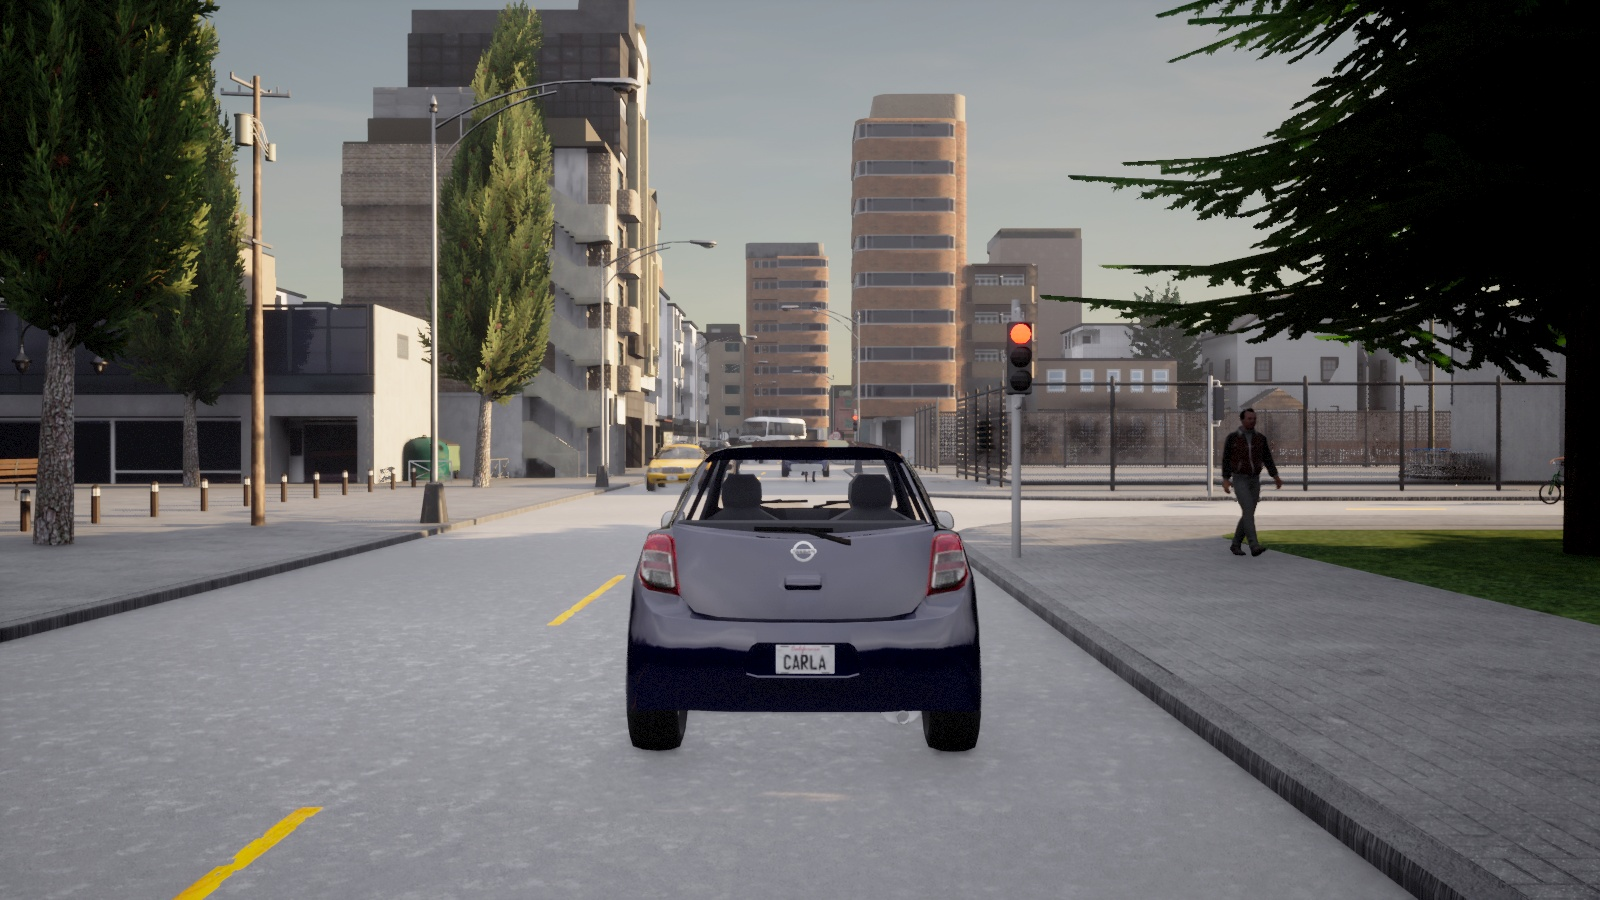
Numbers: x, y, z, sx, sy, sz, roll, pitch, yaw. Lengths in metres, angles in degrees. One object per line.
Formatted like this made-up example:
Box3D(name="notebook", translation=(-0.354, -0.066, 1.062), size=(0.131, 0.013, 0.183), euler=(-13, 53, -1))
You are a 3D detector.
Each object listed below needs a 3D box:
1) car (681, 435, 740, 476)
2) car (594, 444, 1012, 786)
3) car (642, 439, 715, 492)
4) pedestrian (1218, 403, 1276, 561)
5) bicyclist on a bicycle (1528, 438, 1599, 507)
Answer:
Box3D(name="car", translation=(-3.748, 0.220, 53.517), size=(2.152, 1.651, 5.027), euler=(0, 0, 0))
Box3D(name="car", translation=(0.036, 0.719, 7.361), size=(1.845, 1.501, 3.633), euler=(0, 0, 1))
Box3D(name="car", translation=(-3.805, 0.455, 40.281), size=(1.801, 1.575, 5.366), euler=(0, 0, 0))
Box3D(name="pedestrian", translation=(5.395, 0.375, 15.186), size=(0.376, 1.854, 0.720), euler=(0, 0, -6))
Box3D(name="bicyclist on a bicycle", translation=(18.404, 0.528, 30.007), size=(1.509, 1.612, 0.866), euler=(0, 0, 0))
